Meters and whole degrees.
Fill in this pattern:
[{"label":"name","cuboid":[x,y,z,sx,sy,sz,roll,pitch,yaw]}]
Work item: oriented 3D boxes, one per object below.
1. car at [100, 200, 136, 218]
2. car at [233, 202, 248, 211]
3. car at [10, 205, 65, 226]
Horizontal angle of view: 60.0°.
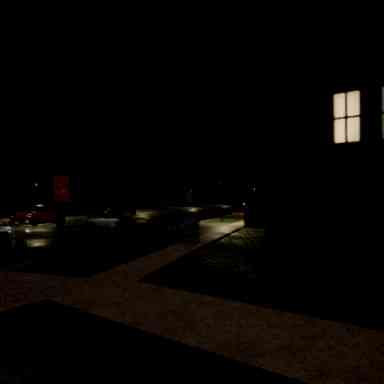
[{"label":"car","cuboid":[-8.840,1.974,40.344,2.150,2.045,5.566,0,-1,20]},{"label":"car","cuboid":[8.387,2.543,57.236,2.128,1.511,4.902,0,-1,23]},{"label":"car","cuboid":[-13.038,1.899,28.318,2.097,1.767,4.553,0,-1,19]}]
